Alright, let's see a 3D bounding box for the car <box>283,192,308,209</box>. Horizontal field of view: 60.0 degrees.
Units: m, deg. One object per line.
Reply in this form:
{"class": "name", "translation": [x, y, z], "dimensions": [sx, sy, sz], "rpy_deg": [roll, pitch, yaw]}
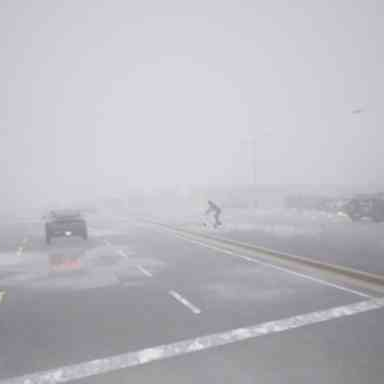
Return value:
{"class": "car", "translation": [12.362, 0.929, 36.671], "dimensions": [4.605, 1.855, 1.932], "rpy_deg": [-1, 0, -23]}

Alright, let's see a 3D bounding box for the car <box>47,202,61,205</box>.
{"class": "car", "translation": [-16.751, 1.914, 40.256], "dimensions": [1.895, 1.301, 4.718], "rpy_deg": [-1, 0, -23]}

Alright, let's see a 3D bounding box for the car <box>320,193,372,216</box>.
{"class": "car", "translation": [14.625, 1.125, 31.570], "dimensions": [3.806, 1.475, 1.970], "rpy_deg": [-1, 0, -23]}

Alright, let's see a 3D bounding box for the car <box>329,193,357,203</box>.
{"class": "car", "translation": [22.898, 0.923, 50.425], "dimensions": [3.905, 1.438, 1.784], "rpy_deg": [-1, 0, -23]}

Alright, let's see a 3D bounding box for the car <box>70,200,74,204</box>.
{"class": "car", "translation": [-16.294, 1.781, 47.720], "dimensions": [1.882, 1.535, 5.008], "rpy_deg": [-1, 0, -24]}

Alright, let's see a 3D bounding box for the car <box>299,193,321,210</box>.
{"class": "car", "translation": [13.477, 1.117, 34.227], "dimensions": [3.905, 1.438, 1.784], "rpy_deg": [-1, 0, -23]}

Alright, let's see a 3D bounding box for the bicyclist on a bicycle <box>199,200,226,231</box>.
{"class": "bicyclist on a bicycle", "translation": [1.114, 1.255, 17.817], "dimensions": [1.656, 1.620, 0.582], "rpy_deg": [-1, 0, -24]}

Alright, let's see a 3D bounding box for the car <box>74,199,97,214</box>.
{"class": "car", "translation": [-12.154, 1.784, 38.444], "dimensions": [1.994, 1.385, 4.181], "rpy_deg": [-1, 0, -23]}

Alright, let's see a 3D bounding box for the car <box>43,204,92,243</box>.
{"class": "car", "translation": [-6.528, 1.612, 17.120], "dimensions": [1.837, 1.490, 4.892], "rpy_deg": [-1, 0, -24]}

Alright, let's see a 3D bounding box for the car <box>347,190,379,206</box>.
{"class": "car", "translation": [23.983, 0.690, 47.741], "dimensions": [4.605, 1.855, 1.932], "rpy_deg": [-1, 0, -23]}
